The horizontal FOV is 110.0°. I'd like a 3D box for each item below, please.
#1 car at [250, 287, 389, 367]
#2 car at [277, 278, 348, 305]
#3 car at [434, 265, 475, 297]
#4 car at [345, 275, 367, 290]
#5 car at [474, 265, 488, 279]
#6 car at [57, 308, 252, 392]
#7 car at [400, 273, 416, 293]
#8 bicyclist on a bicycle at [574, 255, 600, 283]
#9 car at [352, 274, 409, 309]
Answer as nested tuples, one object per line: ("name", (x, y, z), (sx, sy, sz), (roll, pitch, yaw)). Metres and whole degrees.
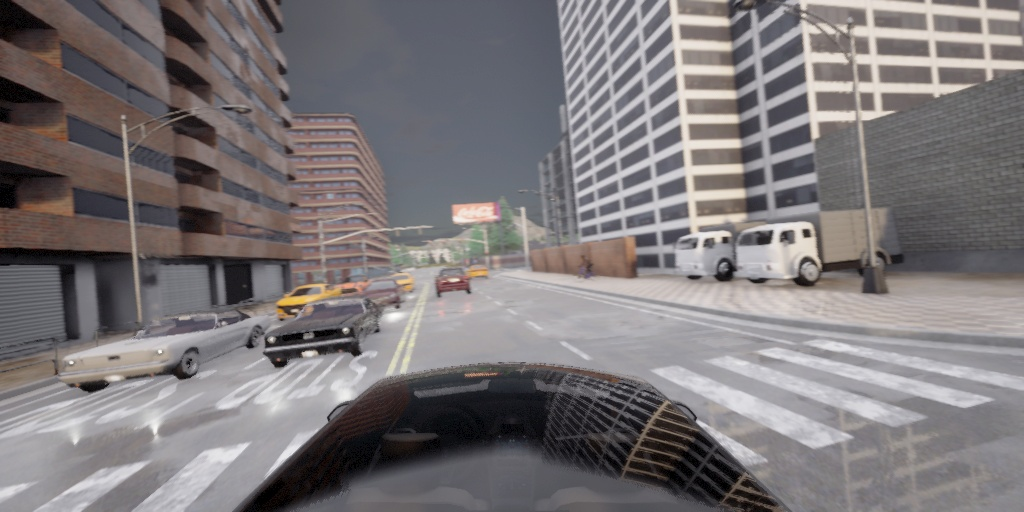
("car", (-4.751, 1.810, 9.726), (1.895, 1.301, 4.718), (-5, 0, -12))
("car", (-10.164, 2.206, 18.303), (1.882, 1.535, 5.008), (-5, 0, -12))
("car", (-3.970, 1.546, 23.550), (2.097, 1.767, 4.553), (-5, 0, -12))
("car", (-12.187, 2.300, 27.790), (2.097, 1.767, 4.553), (-5, 0, -12))
("car", (-3.788, 1.718, 38.917), (1.882, 1.535, 5.008), (-5, 0, -12))
("car", (-8.186, 2.115, 9.113), (1.895, 1.301, 4.718), (-5, 0, -12))
("car", (-8.752, 2.121, 28.452), (1.882, 1.535, 5.008), (-5, 0, -12))
("bicyclist on a bicycle", (4.358, 0.736, 21.045), (1.656, 1.620, 0.582), (-5, 0, -12))
("car", (-6.655, 1.941, 18.663), (1.812, 1.442, 4.674), (-5, 0, -12))
